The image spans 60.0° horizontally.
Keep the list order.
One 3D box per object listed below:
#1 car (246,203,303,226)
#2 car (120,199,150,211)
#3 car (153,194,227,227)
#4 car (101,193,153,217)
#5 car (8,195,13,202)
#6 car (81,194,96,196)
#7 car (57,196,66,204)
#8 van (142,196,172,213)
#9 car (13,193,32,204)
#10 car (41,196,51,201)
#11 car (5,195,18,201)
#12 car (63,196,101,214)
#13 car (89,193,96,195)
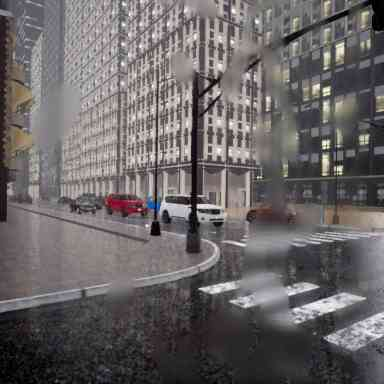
[{"bbox_3d":[5.789,1.505,23.977,1.967,1.590,4.097,1,-1,-35],"label":"car"},{"bbox_3d":[-7.309,1.584,42.388,2.008,1.369,4.403,1,-1,-35],"label":"car"},{"bbox_3d":[-0.088,1.170,22.257,2.150,2.045,5.566,1,-1,-35],"label":"car"},{"bbox_3d":[-6.068,1.155,30.661,2.150,2.045,5.566,1,-1,-35],"label":"car"},{"bbox_3d":[-37.055,1.396,69.752,1.947,1.339,4.313,1,-1,-35],"label":"car"},{"bbox_3d":[-17.097,1.445,51.680,1.882,1.535,5.008,1,-1,-35],"label":"car"},{"bbox_3d":[-22.510,1.484,59.284,1.812,1.442,4.674,1,-1,-35],"label":"car"},{"bbox_3d":[-4.031,1.382,37.787,1.690,1.788,3.998,1,-1,-35],"label":"van"},{"bbox_3d":[-30.503,1.155,60.548,2.192,1.841,5.009,1,-1,-35],"label":"car"},{"bbox_3d":[-36.776,1.570,83.813,1.802,1.307,4.206,1,-1,-35],"label":"car"},{"bbox_3d":[-40.329,1.377,74.355,2.008,1.369,4.403,1,-1,-35],"label":"car"},{"bbox_3d":[-10.863,1.427,32.928,2.008,1.369,4.403,1,-1,-35],"label":"car"},{"bbox_3d":[-14.427,1.380,53.129,2.097,1.767,4.553,1,-1,-35],"label":"car"}]
